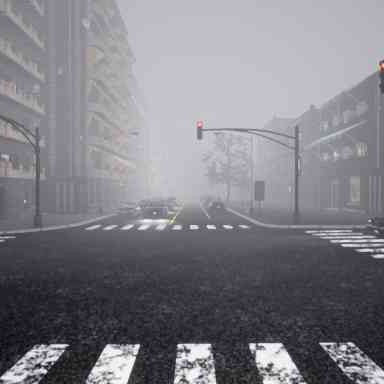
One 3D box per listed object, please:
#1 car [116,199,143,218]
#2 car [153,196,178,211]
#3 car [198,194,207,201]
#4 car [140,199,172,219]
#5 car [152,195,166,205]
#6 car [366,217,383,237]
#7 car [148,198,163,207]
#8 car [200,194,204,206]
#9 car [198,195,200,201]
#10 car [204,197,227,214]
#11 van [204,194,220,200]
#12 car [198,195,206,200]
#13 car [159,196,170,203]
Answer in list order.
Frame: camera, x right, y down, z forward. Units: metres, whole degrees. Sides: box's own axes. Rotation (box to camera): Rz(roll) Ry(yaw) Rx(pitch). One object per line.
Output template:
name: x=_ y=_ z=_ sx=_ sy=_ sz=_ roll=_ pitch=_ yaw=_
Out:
car: x=-5.696 y=1.542 z=30.180 sx=2.008 sy=1.369 sz=4.403 roll=0 pitch=0 yaw=0
car: x=-3.104 y=1.534 z=39.873 sx=2.033 sy=1.411 sz=5.357 roll=0 pitch=0 yaw=0
car: x=2.678 y=1.396 z=85.508 sx=1.967 sy=1.590 sz=4.097 roll=0 pitch=0 yaw=0
car: x=-3.112 y=1.556 z=29.341 sx=1.994 sy=1.385 sz=4.181 roll=0 pitch=0 yaw=-1
car: x=-5.700 y=1.417 z=57.847 sx=1.967 sy=1.590 sz=4.097 roll=0 pitch=0 yaw=0
car: x=10.280 y=1.388 z=14.442 sx=4.718 sy=1.301 sz=1.895 roll=-1 pitch=1 yaw=3
car: x=-5.698 y=1.562 z=52.314 sx=1.802 sy=1.307 sz=4.206 roll=0 pitch=0 yaw=0
car: x=2.682 y=1.420 z=52.308 sx=1.967 sy=1.590 sz=4.097 roll=0 pitch=0 yaw=0
car: x=2.679 y=1.280 z=74.441 sx=2.192 sy=1.841 sz=5.009 roll=0 pitch=0 yaw=0
car: x=2.684 y=1.555 z=35.707 sx=1.947 sy=1.339 sz=4.313 roll=0 pitch=0 yaw=0
van: x=2.682 y=1.327 z=41.240 sx=1.690 sy=1.788 sz=3.998 roll=0 pitch=0 yaw=0
car: x=2.679 y=1.495 z=91.041 sx=1.887 sy=1.381 sz=4.507 roll=0 pitch=0 yaw=0
car: x=-5.699 y=1.551 z=68.915 sx=1.802 sy=1.307 sz=4.206 roll=0 pitch=0 yaw=0
